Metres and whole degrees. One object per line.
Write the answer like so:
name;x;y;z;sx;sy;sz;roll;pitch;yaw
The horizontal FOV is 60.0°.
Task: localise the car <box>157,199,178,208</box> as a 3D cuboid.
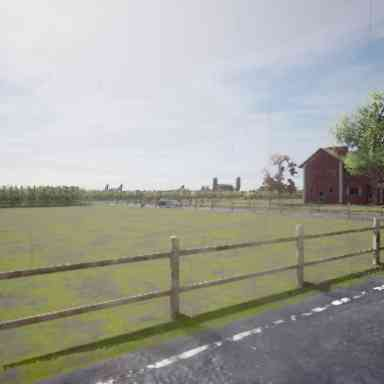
car;-4.183;1.906;57.398;2.128;1.511;4.902;1;-1;-36
